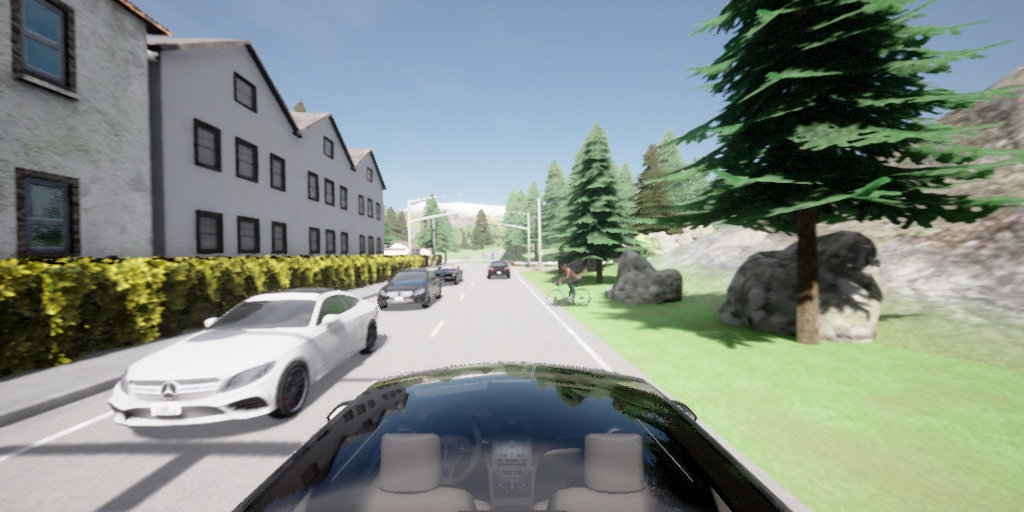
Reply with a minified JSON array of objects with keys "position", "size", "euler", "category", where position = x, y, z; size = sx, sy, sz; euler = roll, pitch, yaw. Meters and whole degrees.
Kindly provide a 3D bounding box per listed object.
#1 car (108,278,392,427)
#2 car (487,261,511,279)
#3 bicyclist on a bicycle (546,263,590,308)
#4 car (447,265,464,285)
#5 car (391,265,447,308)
[{"position":[-3.707,1.319,6.059],"size":[1.812,1.442,4.674],"euler":[-1,0,-3],"category":"car"},{"position":[-1.098,1.114,30.051],"size":[1.812,1.442,4.674],"euler":[-1,0,-3],"category":"car"},{"position":[2.062,1.090,13.161],"size":[1.656,1.620,0.582],"euler":[-1,0,-3],"category":"bicyclist on a bicycle"},{"position":[-4.542,1.287,25.221],"size":[1.895,1.301,4.718],"euler":[-1,0,-2],"category":"car"},{"position":[-4.120,1.269,15.139],"size":[1.812,1.442,4.674],"euler":[-1,0,-2],"category":"car"}]
